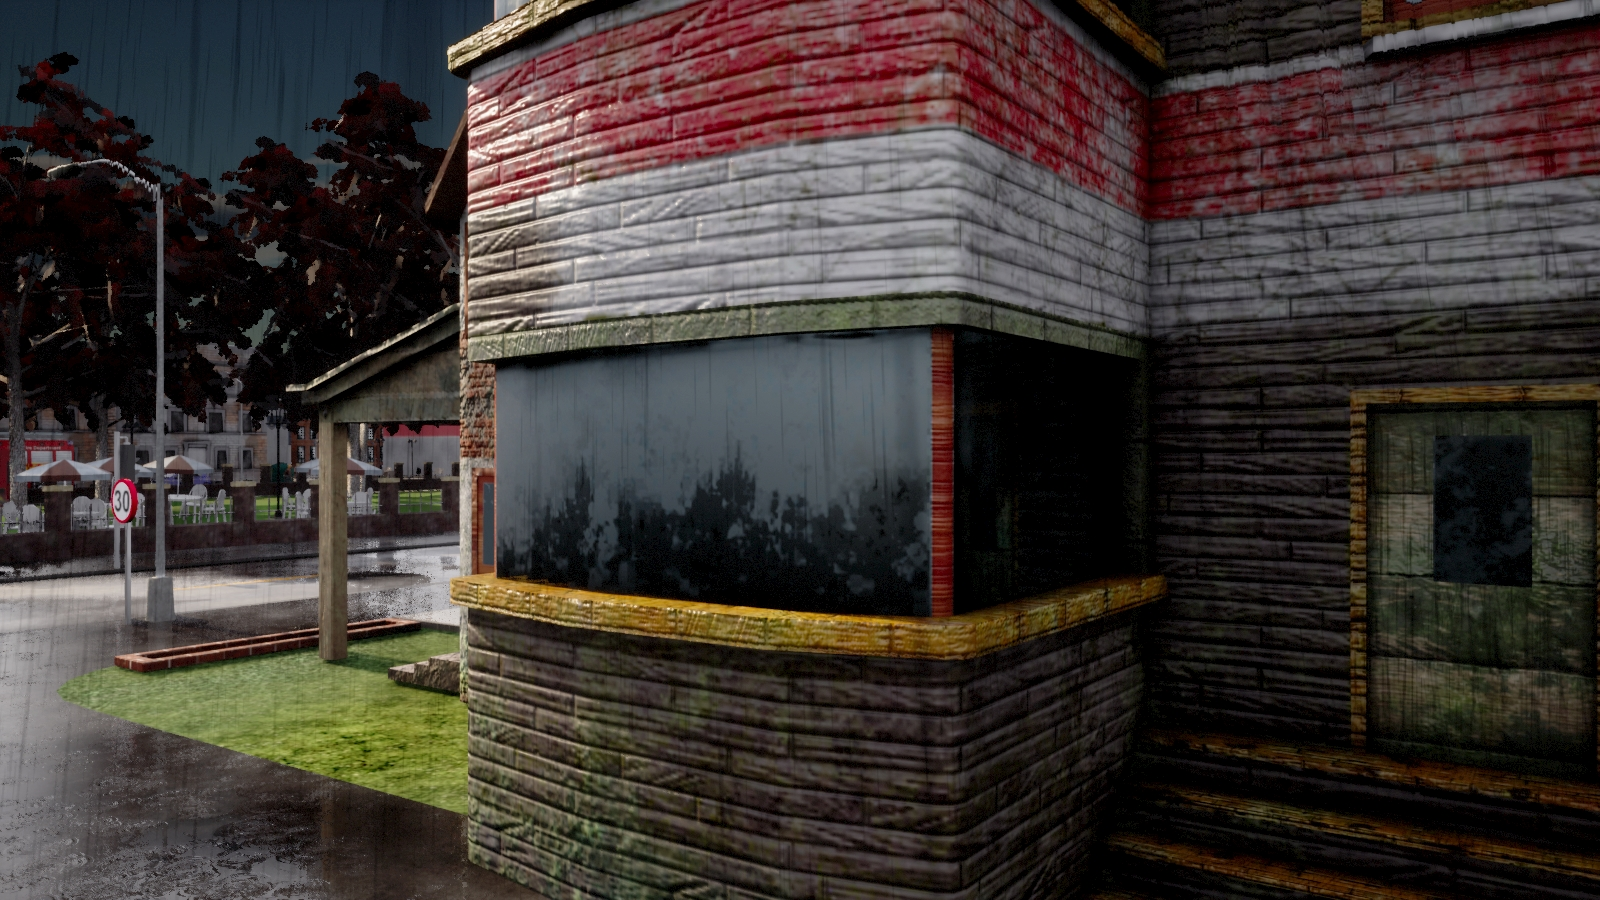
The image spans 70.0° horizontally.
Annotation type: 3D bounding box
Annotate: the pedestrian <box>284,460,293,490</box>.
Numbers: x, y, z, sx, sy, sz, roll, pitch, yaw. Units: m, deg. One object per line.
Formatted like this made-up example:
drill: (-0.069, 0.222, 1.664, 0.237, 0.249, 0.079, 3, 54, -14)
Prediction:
pedestrian: (-31.443, 1.524, 70.183, 0.375, 1.860, 0.375, 0, 0, 37)
